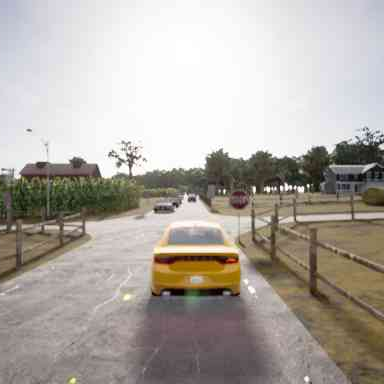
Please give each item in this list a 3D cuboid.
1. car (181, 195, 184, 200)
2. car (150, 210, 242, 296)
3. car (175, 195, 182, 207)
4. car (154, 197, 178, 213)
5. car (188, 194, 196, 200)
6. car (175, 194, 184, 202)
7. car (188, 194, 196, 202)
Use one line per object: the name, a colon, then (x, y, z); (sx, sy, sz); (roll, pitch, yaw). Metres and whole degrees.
car: (-2.780, 1.515, 59.793); (1.895, 1.301, 4.718); (0, 0, 1)
car: (0.062, 1.475, 8.671); (1.882, 1.535, 5.008); (0, 0, -1)
car: (-2.831, 1.535, 48.276); (1.895, 1.301, 4.718); (0, 0, 0)
car: (-2.981, 1.521, 36.429); (1.994, 1.385, 4.181); (0, 0, 2)
car: (0.006, 1.189, 80.910); (1.882, 1.535, 5.008); (0, 0, 0)
car: (-2.746, 1.346, 74.879); (1.882, 1.535, 5.008); (0, 0, 0)
car: (0.003, 1.388, 70.480); (1.837, 1.490, 4.892); (0, 0, 0)
